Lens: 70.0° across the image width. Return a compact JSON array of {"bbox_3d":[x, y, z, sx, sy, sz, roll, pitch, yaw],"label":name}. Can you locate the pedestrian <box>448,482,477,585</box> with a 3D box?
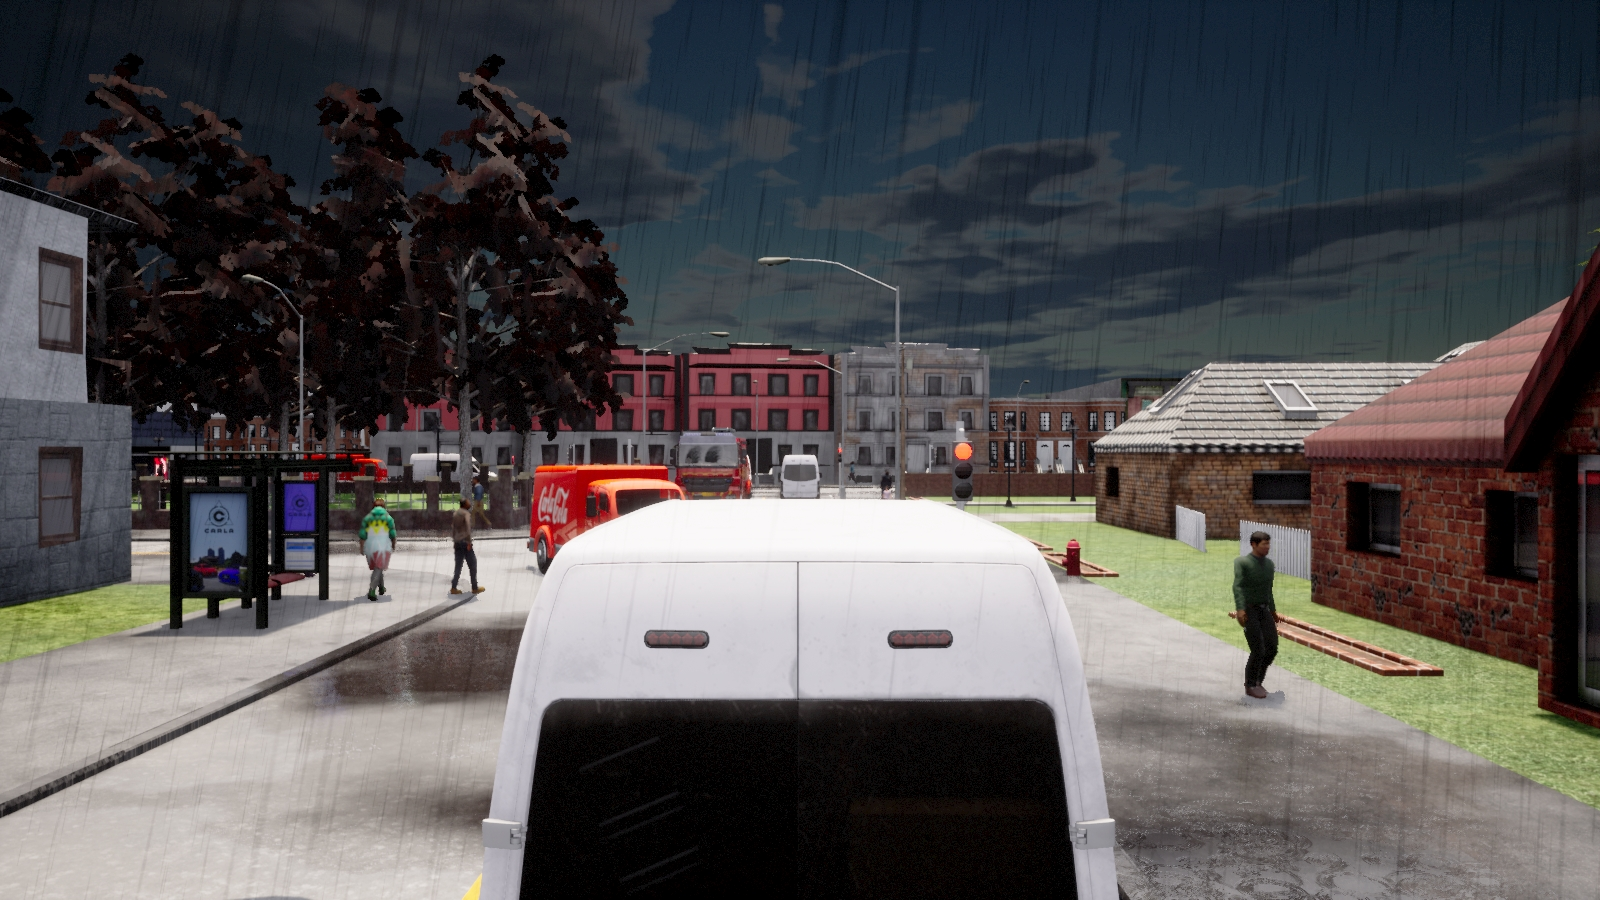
[{"bbox_3d":[-6.213,1.520,21.043,0.375,1.860,0.375,0,0,36],"label":"pedestrian"}]

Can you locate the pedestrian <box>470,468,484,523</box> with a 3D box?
[{"bbox_3d":[-10.868,1.526,38.458,0.375,1.860,0.375,0,0,-3],"label":"pedestrian"}]

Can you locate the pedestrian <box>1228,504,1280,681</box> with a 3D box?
[{"bbox_3d":[4.922,1.523,12.396,0.375,1.860,0.375,0,0,-23],"label":"pedestrian"}]

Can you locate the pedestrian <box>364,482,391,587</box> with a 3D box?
[{"bbox_3d":[-7.630,1.516,20.621,0.375,1.860,0.375,0,0,-6],"label":"pedestrian"}]

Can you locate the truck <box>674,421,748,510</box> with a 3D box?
[{"bbox_3d":[-4.049,0.670,53.739,2.891,3.827,8.468,0,0,0],"label":"truck"}]

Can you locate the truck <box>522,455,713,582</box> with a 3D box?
[{"bbox_3d":[-4.160,1.348,25.211,2.627,2.467,5.204,0,0,-28],"label":"truck"}]

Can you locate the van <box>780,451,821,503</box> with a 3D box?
[{"bbox_3d":[-0.005,1.314,58.415,1.988,2.561,5.915,0,0,0],"label":"van"}]

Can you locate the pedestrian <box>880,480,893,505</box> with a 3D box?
[{"bbox_3d":[3.888,1.905,51.192,0.500,1.100,0.500,0,0,-5],"label":"pedestrian"}]

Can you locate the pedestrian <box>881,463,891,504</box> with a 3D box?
[{"bbox_3d":[3.891,1.524,51.858,0.375,1.860,0.375,0,0,-11],"label":"pedestrian"}]

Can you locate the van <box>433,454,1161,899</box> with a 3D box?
[{"bbox_3d":[-0.009,1.315,6.082,1.988,2.561,5.915,0,0,0],"label":"van"}]
